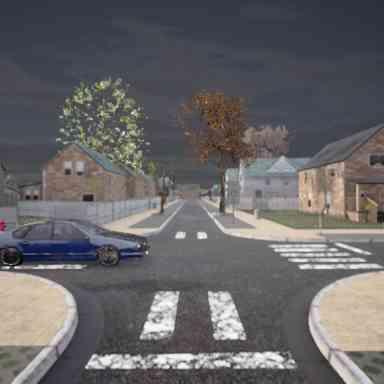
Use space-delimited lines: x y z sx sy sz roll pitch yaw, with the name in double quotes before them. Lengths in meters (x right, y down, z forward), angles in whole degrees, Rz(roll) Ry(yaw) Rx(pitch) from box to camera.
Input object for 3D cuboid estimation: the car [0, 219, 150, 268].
"car" -4.157 1.620 10.956 5.357 1.411 2.033 0 -1 1
